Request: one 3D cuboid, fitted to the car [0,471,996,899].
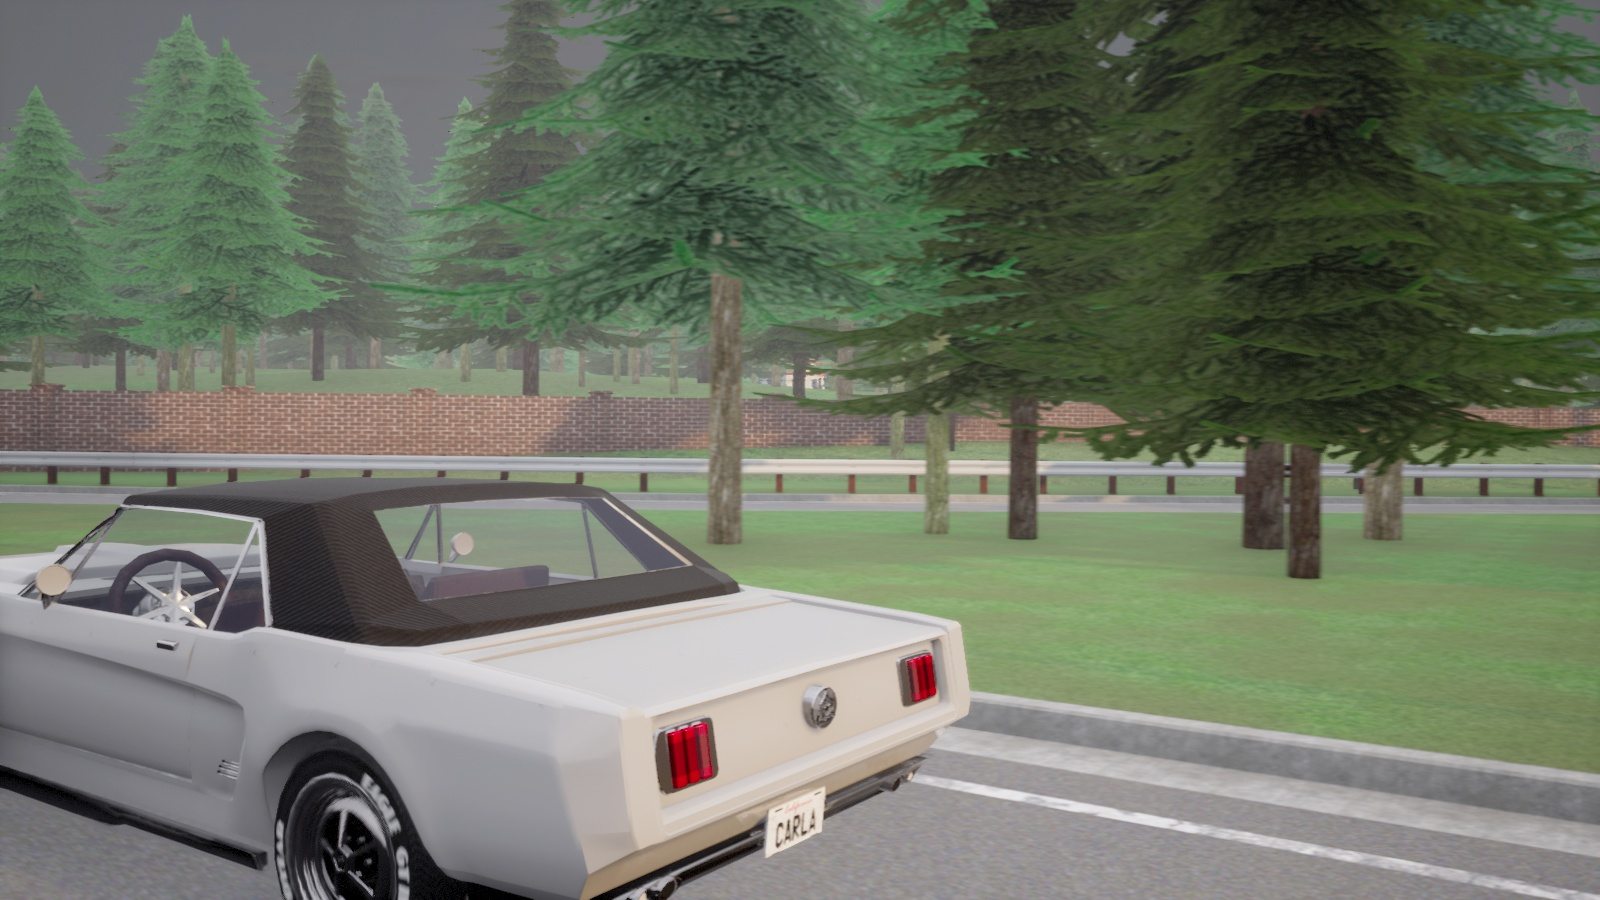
[{"bbox_3d":[-1.819,0.782,4.834,4.718,1.301,1.895,0,1,34],"label":"car"}]
